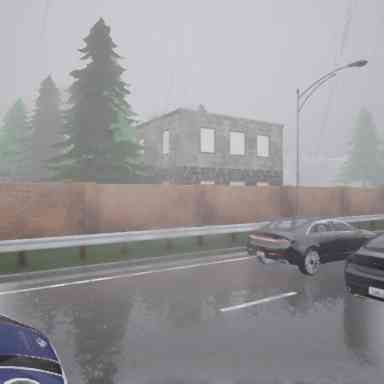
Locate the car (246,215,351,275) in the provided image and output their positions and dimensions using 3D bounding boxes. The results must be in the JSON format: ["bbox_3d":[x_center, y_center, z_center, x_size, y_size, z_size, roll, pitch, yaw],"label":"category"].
[{"bbox_3d":[3.909,1.491,10.428,4.902,1.511,2.128,0,0,-33],"label":"car"}]

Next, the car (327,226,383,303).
[{"bbox_3d":[5.279,1.505,7.145,4.892,1.490,1.837,0,0,-33],"label":"car"}]

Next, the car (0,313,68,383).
[{"bbox_3d":[-3.011,1.353,1.751,4.553,1.767,2.097,0,0,-33],"label":"car"}]
